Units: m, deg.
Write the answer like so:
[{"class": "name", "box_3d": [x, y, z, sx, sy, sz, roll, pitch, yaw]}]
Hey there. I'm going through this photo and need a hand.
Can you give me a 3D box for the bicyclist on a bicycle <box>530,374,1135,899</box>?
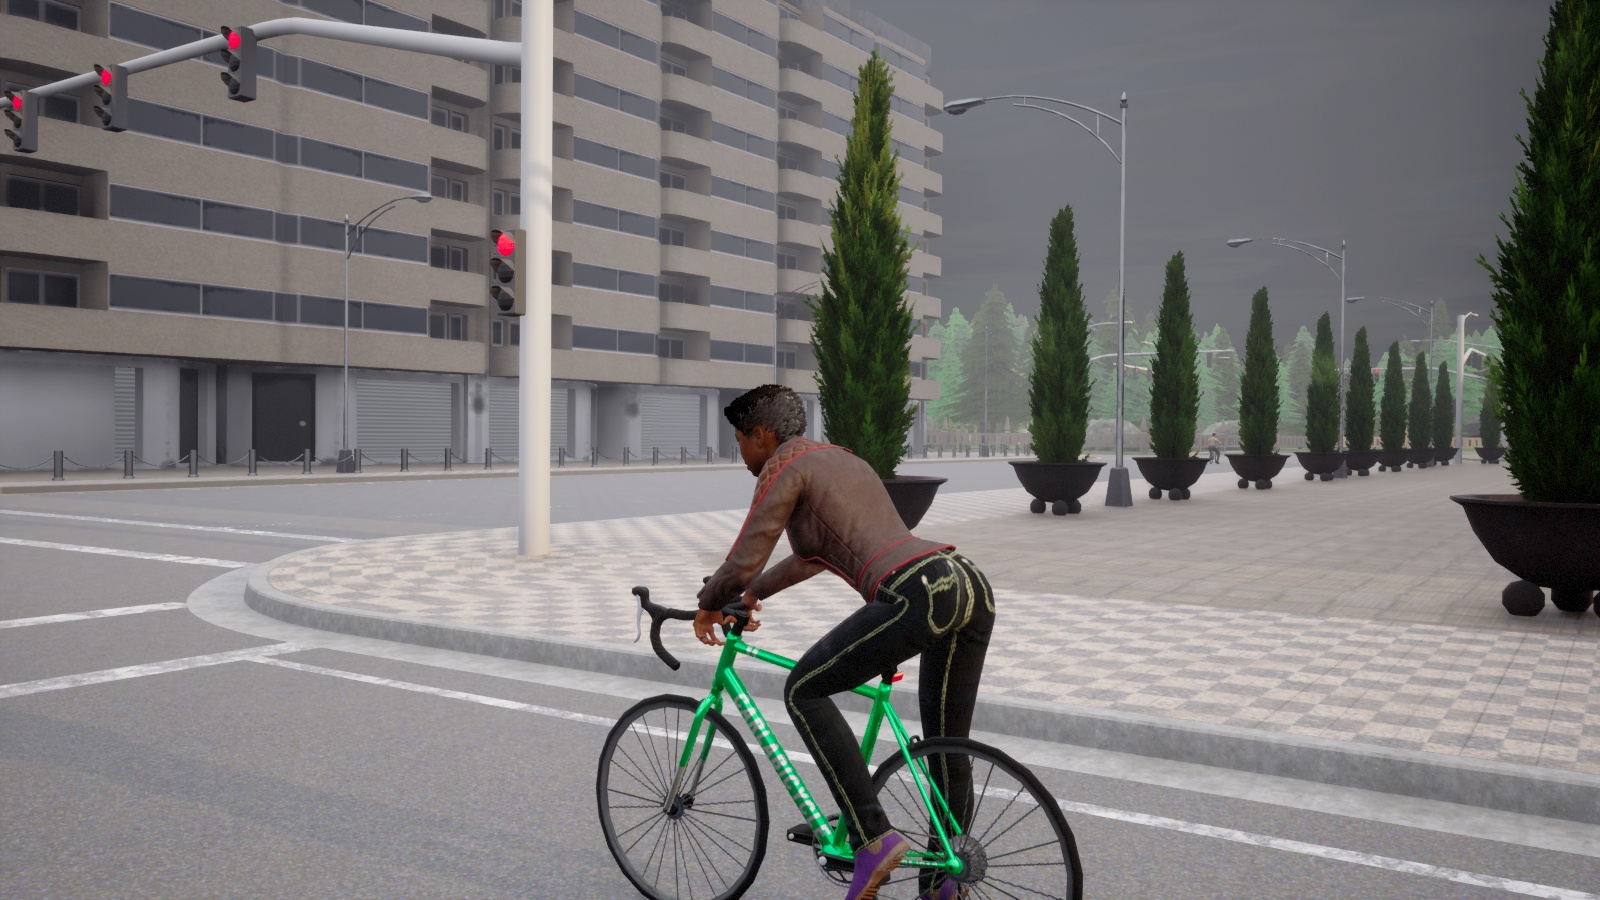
[{"class": "bicyclist on a bicycle", "box_3d": [0.045, 0.635, 3.593, 1.656, 1.620, 0.582, 0, 1, 34]}]
